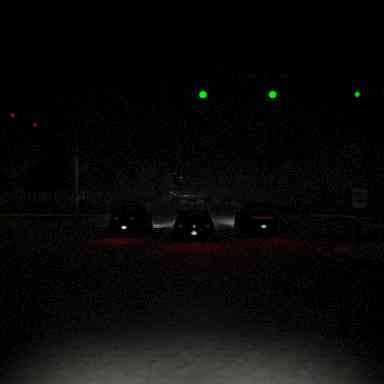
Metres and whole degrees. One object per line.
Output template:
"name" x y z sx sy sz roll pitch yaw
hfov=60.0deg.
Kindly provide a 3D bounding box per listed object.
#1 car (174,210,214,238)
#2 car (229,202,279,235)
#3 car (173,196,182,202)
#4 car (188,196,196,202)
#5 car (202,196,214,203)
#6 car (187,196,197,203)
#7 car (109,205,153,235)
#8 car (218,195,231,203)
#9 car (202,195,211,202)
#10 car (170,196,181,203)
"car" 0.099 1.616 17.678 1.895 1.301 4.718 0 0 0
"car" 3.599 1.508 19.108 2.128 1.511 4.902 0 0 0
"car" -3.505 1.573 79.613 1.895 1.301 4.718 0 0 0
"car" -0.005 1.573 79.613 1.895 1.301 4.718 0 0 0
"car" 3.496 1.590 69.164 2.033 1.411 5.357 0 0 0
"car" -0.004 1.572 69.164 2.128 1.511 4.902 0 0 0
"car" -3.401 1.521 19.061 1.837 1.490 4.892 0 0 0
"car" 6.996 1.577 69.581 1.812 1.442 4.674 0 0 0
"car" 3.495 1.530 79.583 1.994 1.385 4.181 0 0 0
"car" -3.504 1.591 69.163 2.033 1.411 5.357 0 0 0
